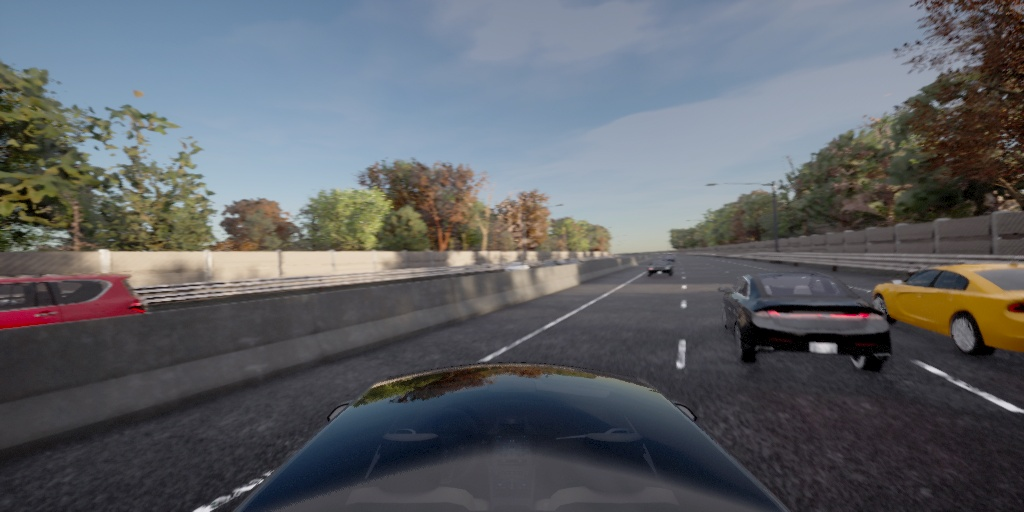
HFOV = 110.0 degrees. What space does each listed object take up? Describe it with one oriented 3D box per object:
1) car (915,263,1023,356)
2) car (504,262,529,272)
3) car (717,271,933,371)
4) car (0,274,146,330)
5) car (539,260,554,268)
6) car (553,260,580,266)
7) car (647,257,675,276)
[{"bbox_3d":[9.232,0.879,7.063,1.882,1.535,5.008,-3,0,26],"label":"car"},{"bbox_3d":[0.660,1.563,46.481,1.812,1.442,4.674,-3,0,25],"label":"car"},{"bbox_3d":[5.424,1.053,7.227,2.128,1.511,4.902,-3,0,26],"label":"car"},{"bbox_3d":[-10.650,1.451,6.675,2.150,2.045,5.566,-3,0,26],"label":"car"},{"bbox_3d":[5.158,1.364,47.840,1.837,1.490,4.892,-3,0,25],"label":"car"},{"bbox_3d":[7.201,1.240,43.975,2.128,1.511,4.902,-3,0,25],"label":"car"},{"bbox_3d":[12.917,1.021,31.109,1.895,1.301,4.718,-3,0,26],"label":"car"}]
